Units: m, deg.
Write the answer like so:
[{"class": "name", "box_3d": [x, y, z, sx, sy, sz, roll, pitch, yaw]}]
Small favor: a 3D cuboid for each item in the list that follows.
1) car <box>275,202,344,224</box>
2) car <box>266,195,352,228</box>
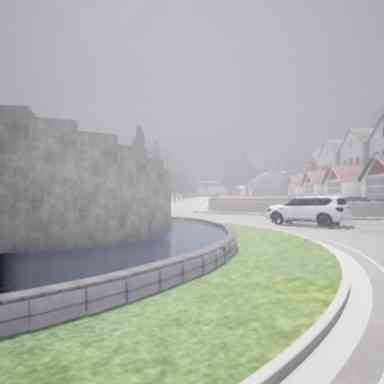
[{"class": "car", "box_3d": [9.250, 1.568, 26.546, 1.837, 1.490, 4.892, -2, 1, -44]}, {"class": "car", "box_3d": [7.896, 1.276, 22.811, 5.566, 2.045, 2.150, -1, 0, 42]}]
